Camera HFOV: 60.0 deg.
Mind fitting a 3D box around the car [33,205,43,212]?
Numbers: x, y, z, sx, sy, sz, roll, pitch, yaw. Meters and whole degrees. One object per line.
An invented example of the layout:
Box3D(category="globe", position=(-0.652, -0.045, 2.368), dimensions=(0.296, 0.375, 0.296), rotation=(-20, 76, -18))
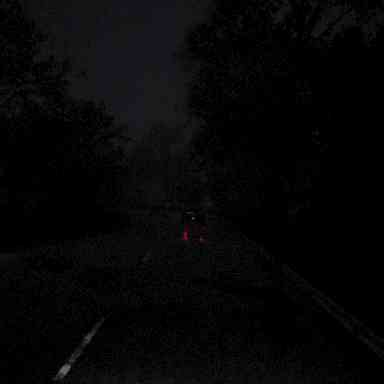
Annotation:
Box3D(category="car", position=(-20.656, 2.187, 48.669), dimensions=(5.008, 1.535, 1.882), rotation=(0, -2, 1))

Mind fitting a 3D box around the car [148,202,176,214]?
Box3D(category="car", position=(-4.033, 2.069, 44.002), dimensions=(1.882, 1.535, 5.008), rotation=(2, -2, -37))

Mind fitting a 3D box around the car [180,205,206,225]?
Box3D(category="car", position=(0.082, 1.778, 26.995), dimensions=(2.128, 1.511, 4.902), rotation=(0, -1, 0))
